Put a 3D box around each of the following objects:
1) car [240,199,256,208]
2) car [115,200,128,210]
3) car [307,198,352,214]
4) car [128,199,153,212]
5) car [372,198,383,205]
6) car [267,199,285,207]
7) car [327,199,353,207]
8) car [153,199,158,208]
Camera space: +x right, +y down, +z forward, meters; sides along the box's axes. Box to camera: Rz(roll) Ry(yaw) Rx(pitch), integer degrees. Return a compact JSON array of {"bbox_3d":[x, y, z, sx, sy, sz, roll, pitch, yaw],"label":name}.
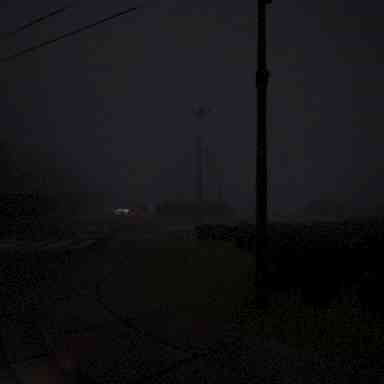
[{"bbox_3d":[10.096,2.015,59.484,1.812,1.442,4.674,0,0,-8],"label":"car"},{"bbox_3d":[-10.439,1.926,51.222,2.033,1.411,5.357,0,0,-1],"label":"car"},{"bbox_3d":[15.817,1.666,38.758,4.605,1.855,1.932,0,0,-1],"label":"car"},{"bbox_3d":[-6.710,1.934,43.465,1.895,1.301,4.718,0,0,-1],"label":"car"},{"bbox_3d":[28.809,1.777,49.280,3.866,1.878,1.905,0,0,-1],"label":"car"},{"bbox_3d":[15.068,2.035,61.224,3.905,1.438,1.784,0,0,-1],"label":"car"},{"bbox_3d":[27.899,2.063,62.742,4.193,1.474,1.816,0,0,-1],"label":"car"},{"bbox_3d":[-6.911,1.927,56.118,1.837,1.490,4.892,0,0,-1],"label":"car"}]
